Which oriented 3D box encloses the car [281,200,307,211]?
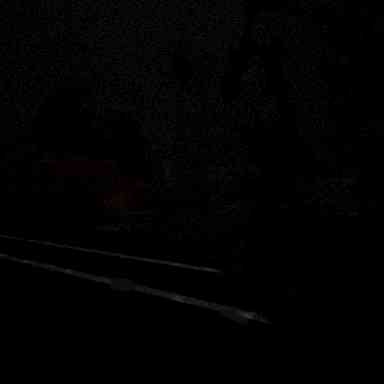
[{"bbox_3d":[12.520,1.590,40.573,1.895,1.301,4.718,0,0,34],"label":"car"}]
